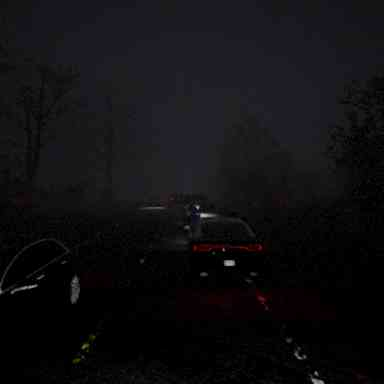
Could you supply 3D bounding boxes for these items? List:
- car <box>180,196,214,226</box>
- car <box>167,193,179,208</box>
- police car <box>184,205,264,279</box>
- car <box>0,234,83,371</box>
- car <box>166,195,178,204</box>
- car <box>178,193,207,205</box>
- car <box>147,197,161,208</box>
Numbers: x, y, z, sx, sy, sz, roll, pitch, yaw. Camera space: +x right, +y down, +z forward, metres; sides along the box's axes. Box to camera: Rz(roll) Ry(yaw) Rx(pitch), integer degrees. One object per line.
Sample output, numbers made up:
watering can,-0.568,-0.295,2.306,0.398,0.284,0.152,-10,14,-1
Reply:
car,0.504,1.314,20.059,2.097,1.767,4.553,0,0,-2
car,-2.126,1.135,46.661,2.150,2.045,5.566,0,-1,-5
police car,0.803,1.406,10.154,1.930,1.638,5.238,0,0,-1
car,-3.154,1.496,5.073,1.837,1.490,4.892,0,0,-1
car,-3.651,1.403,60.816,1.837,1.490,4.892,0,0,-8
car,0.223,1.176,26.142,2.150,2.045,5.566,0,0,-3
car,-5.454,1.467,48.220,2.033,1.411,5.357,0,0,-5
